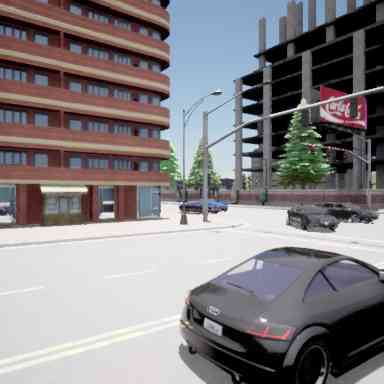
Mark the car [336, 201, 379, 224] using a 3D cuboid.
[{"bbox_3d":[11.408,1.501,25.170,1.837,1.490,4.892,0,-1,-36],"label":"car"}]

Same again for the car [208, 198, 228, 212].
[{"bbox_3d":[2.062,1.471,38.081,1.882,1.535,5.008,0,0,-36],"label":"car"}]

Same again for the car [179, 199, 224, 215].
[{"bbox_3d":[0.755,1.596,33.918,1.895,1.301,4.718,0,0,-36],"label":"car"}]

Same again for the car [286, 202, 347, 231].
[{"bbox_3d":[7.267,1.503,20.442,1.837,1.490,4.892,2,0,-1],"label":"car"}]

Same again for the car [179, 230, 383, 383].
[{"bbox_3d":[1.880,1.563,5.103,4.181,1.385,1.994,0,0,-35],"label":"car"}]
